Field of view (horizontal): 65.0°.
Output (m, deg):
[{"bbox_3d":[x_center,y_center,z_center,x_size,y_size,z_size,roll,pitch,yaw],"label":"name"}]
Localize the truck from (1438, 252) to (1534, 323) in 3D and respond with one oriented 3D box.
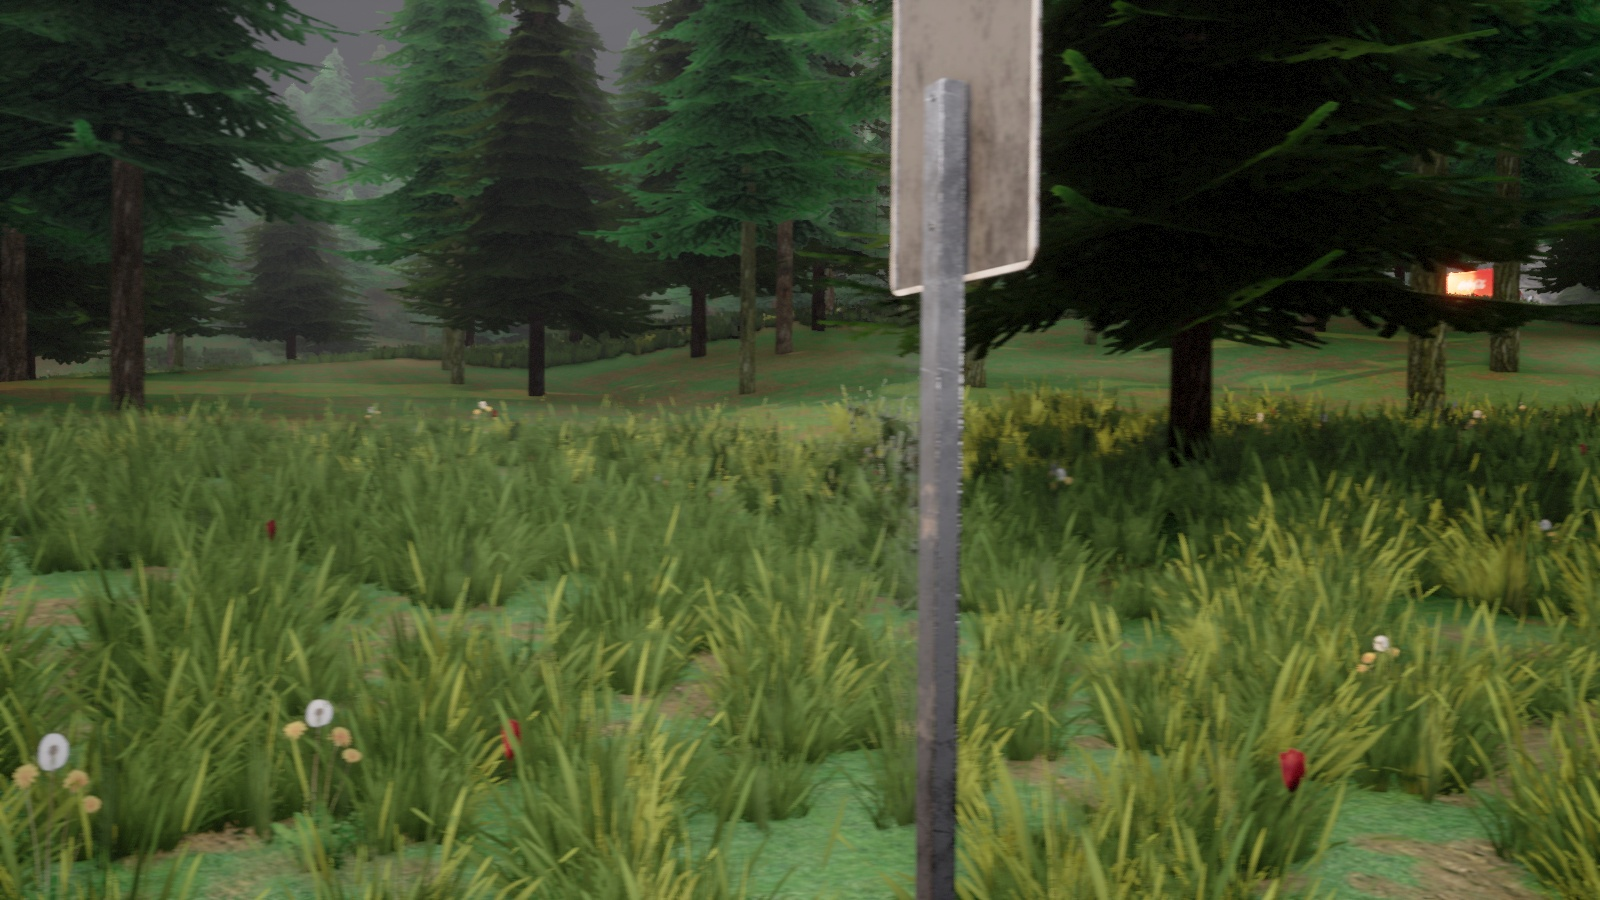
[{"bbox_3d":[33.133,-7.771,60.594,5.204,2.467,2.627,4,-3,-44],"label":"truck"}]
